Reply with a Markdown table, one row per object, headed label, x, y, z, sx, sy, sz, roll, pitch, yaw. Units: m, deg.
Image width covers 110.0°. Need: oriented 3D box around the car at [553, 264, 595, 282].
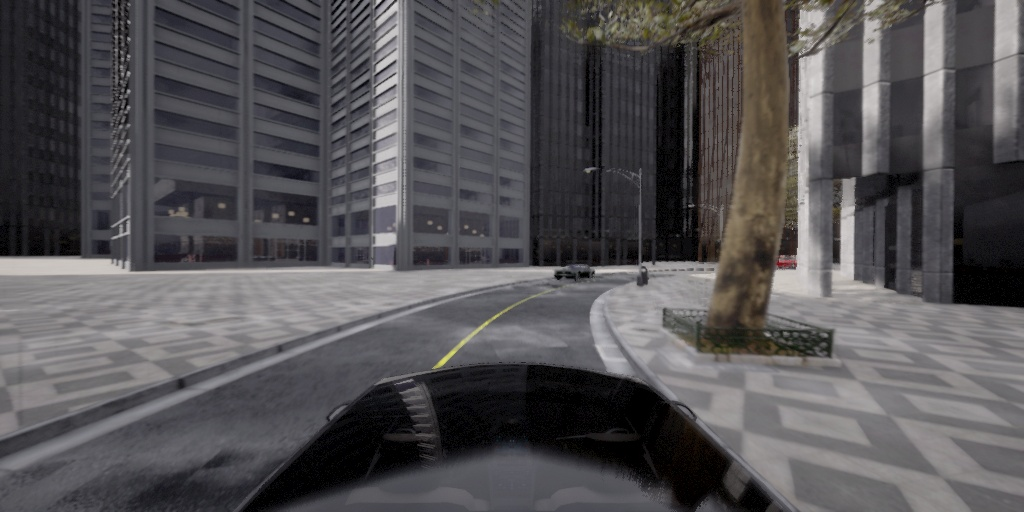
| label | x | y | z | sx | sy | sz | roll | pitch | yaw |
| --- | --- | --- | --- | --- | --- | --- | --- | --- | --- |
| car | 5.210 | 1.360 | 29.688 | 1.895 | 1.301 | 4.718 | 0 | 0 | 33 |
